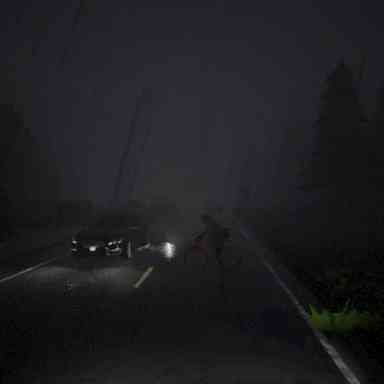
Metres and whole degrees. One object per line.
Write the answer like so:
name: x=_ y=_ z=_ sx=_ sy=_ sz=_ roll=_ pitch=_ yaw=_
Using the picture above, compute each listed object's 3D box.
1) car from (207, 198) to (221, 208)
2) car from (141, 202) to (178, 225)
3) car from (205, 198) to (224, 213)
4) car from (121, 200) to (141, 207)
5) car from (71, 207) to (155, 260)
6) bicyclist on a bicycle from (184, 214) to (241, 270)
car: x=3.226 y=1.595 z=48.793 sx=1.895 sy=1.301 sz=4.718 roll=0 pitch=0 yaw=5
car: x=-2.080 y=1.502 z=24.103 sx=1.837 sy=1.490 sz=4.892 roll=0 pitch=0 yaw=4
car: x=2.459 y=1.521 z=37.111 sx=1.812 sy=1.442 sz=4.674 roll=0 pitch=0 yaw=4
car: x=-4.770 y=1.451 z=27.069 sx=1.816 sy=1.474 sz=4.193 roll=6 pitch=0 yaw=2
car: x=-2.865 y=1.505 z=12.553 sx=1.837 sy=1.490 sz=4.892 roll=0 pitch=-1 yaw=4
bicyclist on a bicycle: x=0.580 y=1.454 z=9.558 sx=1.656 sy=1.620 sz=0.582 roll=-1 pitch=0 yaw=4
